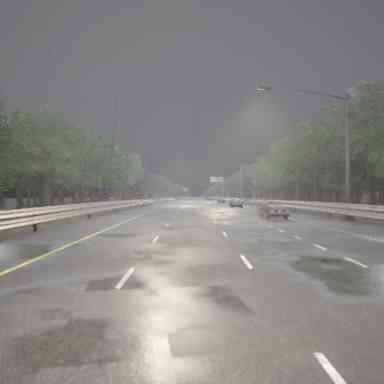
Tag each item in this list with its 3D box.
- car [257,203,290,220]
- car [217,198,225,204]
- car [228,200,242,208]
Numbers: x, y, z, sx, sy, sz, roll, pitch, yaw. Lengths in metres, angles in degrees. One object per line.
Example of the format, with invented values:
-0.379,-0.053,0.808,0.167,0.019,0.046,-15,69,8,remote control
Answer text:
7.039,1.639,29.151,2.033,1.411,5.357,0,0,0,car
7.381,2.289,85.559,1.812,1.442,4.674,0,-1,1,car
7.155,1.928,55.280,1.994,1.385,4.181,0,-1,0,car
